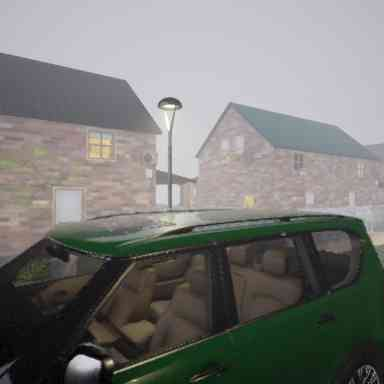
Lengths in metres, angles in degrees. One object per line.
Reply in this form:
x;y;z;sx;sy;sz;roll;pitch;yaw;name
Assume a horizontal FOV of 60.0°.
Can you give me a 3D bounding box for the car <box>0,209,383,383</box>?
-0.416;1.222;2.777;5.566;2.045;2.150;0;0;-36;car
